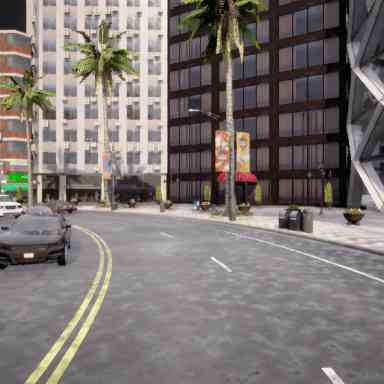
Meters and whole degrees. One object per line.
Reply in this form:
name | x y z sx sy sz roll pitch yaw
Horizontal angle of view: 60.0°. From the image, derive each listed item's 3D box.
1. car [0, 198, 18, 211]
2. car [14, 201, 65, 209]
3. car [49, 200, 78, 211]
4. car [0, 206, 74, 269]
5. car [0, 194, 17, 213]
car | -23.673 1.526 40.649 4.674 1.442 1.812 0 0 24
car | -9.575 1.526 20.645 1.812 1.442 4.674 0 0 -35
car | -14.580 1.547 35.687 5.357 1.411 2.033 0 0 35
car | -5.267 1.478 11.543 1.882 1.535 5.008 0 0 -18
car | -16.602 1.221 28.428 5.566 2.045 2.150 0 0 39
